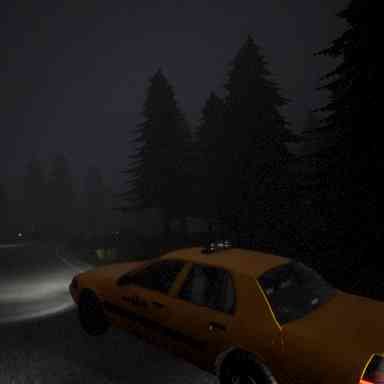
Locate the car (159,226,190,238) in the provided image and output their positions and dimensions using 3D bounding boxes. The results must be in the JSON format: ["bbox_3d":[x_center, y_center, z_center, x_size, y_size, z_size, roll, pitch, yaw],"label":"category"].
[{"bbox_3d":[-2.326,5.543,46.258,1.882,1.535,5.008,-5,-8,30],"label":"car"}]

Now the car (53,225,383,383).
[{"bbox_3d":[0.144,1.440,4.732,5.366,1.575,1.801,0,1,43],"label":"car"}]

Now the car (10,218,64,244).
[{"bbox_3d":[-12.757,3.222,28.084,2.150,2.045,5.566,-4,-7,7],"label":"car"}]

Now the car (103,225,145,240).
[{"bbox_3d":[-7.442,4.510,36.949,2.033,1.411,5.357,-4,-8,20],"label":"car"}]
